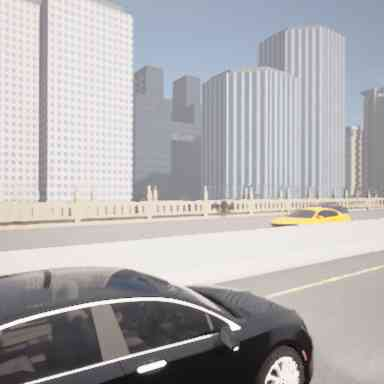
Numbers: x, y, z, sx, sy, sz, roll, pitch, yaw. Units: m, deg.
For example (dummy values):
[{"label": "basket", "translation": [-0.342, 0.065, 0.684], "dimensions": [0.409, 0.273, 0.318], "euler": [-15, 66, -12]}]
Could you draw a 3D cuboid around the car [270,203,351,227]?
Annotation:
[{"label": "car", "translation": [6.073, 1.521, 16.925], "dimensions": [5.008, 1.535, 1.882], "euler": [0, 0, -35]}]

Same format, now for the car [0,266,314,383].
[{"label": "car", "translation": [-0.838, 1.508, 3.149], "dimensions": [4.892, 1.490, 1.837], "euler": [0, 0, -36]}]
